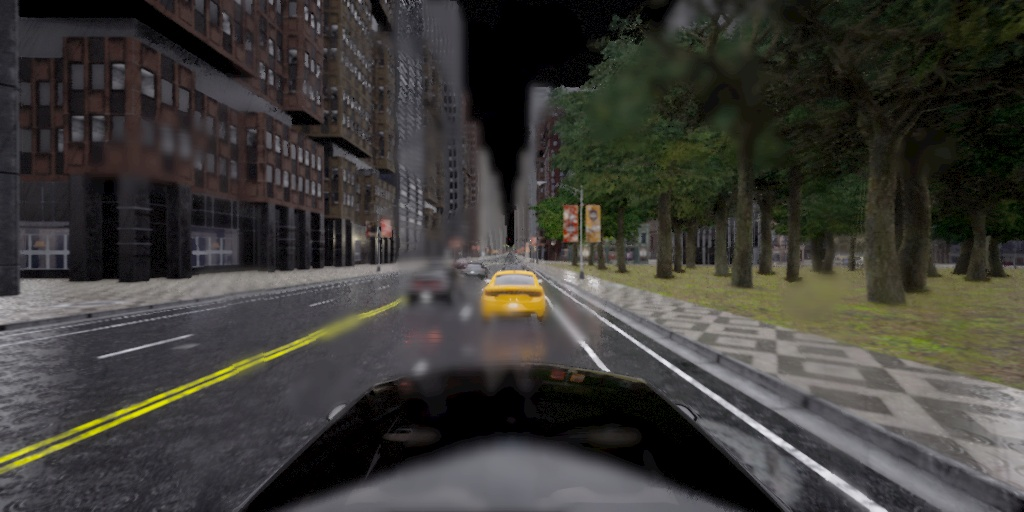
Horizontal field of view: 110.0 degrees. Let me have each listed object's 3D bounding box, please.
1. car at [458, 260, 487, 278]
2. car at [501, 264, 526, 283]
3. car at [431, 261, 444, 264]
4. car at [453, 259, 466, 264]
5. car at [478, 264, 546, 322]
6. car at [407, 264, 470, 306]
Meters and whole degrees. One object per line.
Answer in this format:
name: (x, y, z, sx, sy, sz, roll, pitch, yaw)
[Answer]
car: (-3.130, 1.288, 31.141, 1.994, 1.385, 4.181, 0, 0, 0)
car: (0.113, 1.329, 29.086, 1.895, 1.301, 4.718, 0, 0, 0)
car: (-9.784, 1.299, 46.166, 1.895, 1.301, 4.718, 0, 0, 0)
car: (-6.532, 1.175, 47.042, 1.882, 1.535, 5.008, 0, 0, 0)
car: (0.085, 1.230, 12.412, 1.882, 1.535, 5.008, 0, 0, 0)
car: (-3.149, 1.254, 15.631, 1.837, 1.490, 4.892, 0, 0, 0)
